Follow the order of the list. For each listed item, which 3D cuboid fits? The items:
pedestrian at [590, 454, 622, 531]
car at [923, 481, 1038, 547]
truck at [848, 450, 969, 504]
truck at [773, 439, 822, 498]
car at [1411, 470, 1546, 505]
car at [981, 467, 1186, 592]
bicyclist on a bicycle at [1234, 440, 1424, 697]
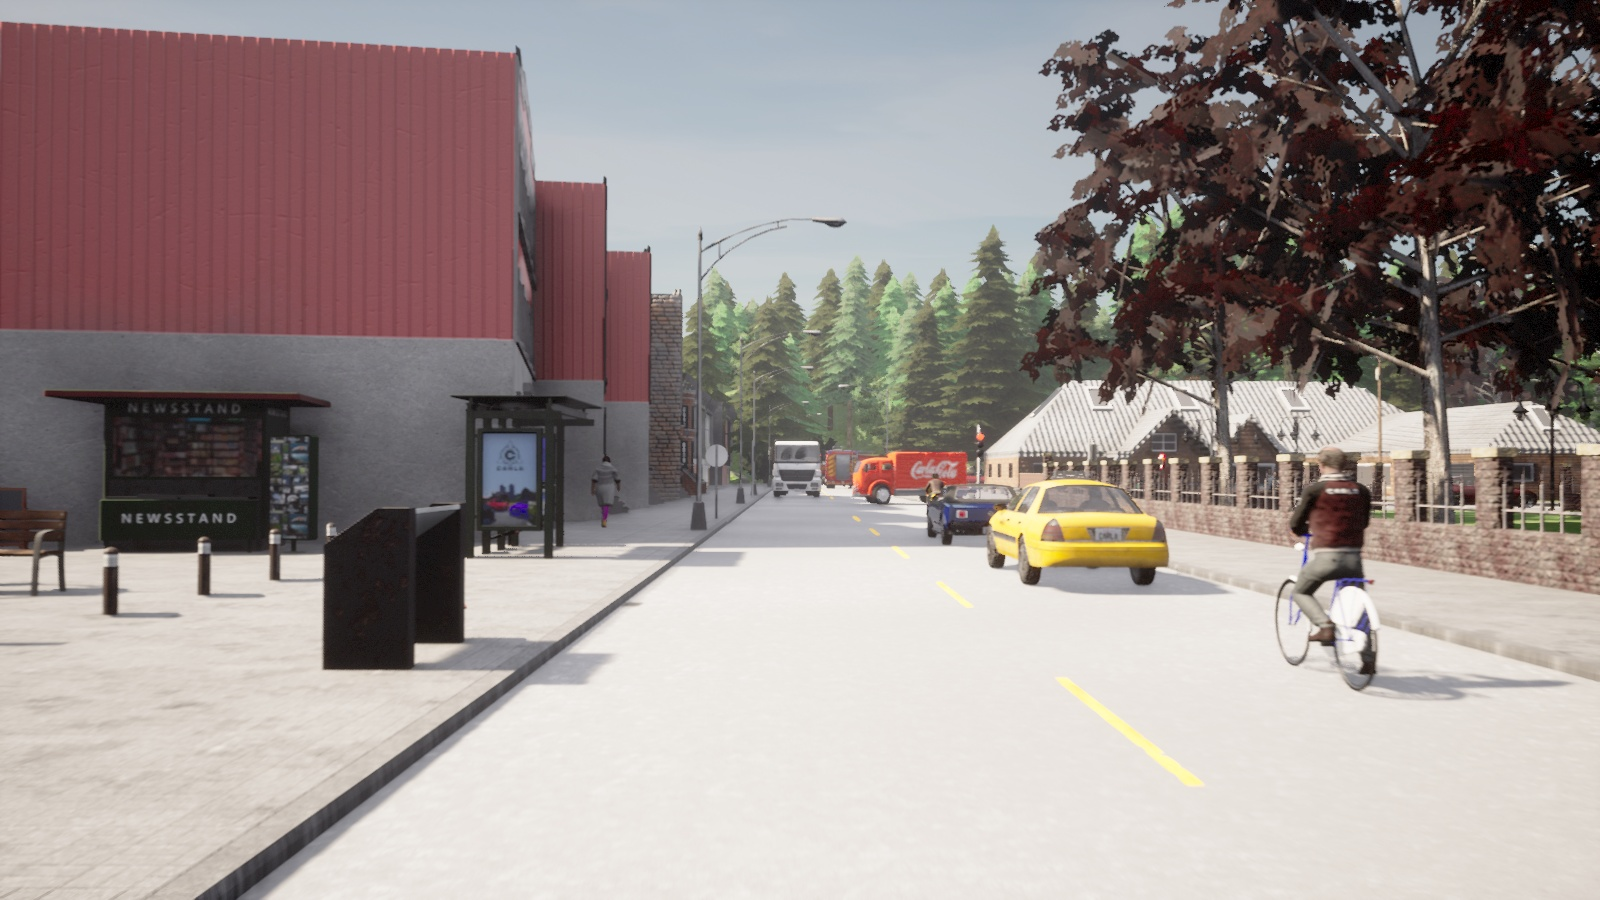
[{"bbox_3d":[-5.004,1.087,32.393,0.659,1.952,0.873,0,-1,2],"label":"pedestrian"},{"bbox_3d":[3.937,1.371,28.141,1.895,1.301,4.718,0,-1,0],"label":"car"},{"bbox_3d":[5.075,1.299,59.298,5.204,2.467,2.627,0,-2,-7],"label":"truck"},{"bbox_3d":[-0.182,1.141,78.118,2.891,3.462,7.936,0,-1,0],"label":"truck"},{"bbox_3d":[29.848,1.622,55.332,4.792,1.488,2.163,0,-1,-2],"label":"car"},{"bbox_3d":[3.957,1.048,18.518,1.801,1.575,5.366,0,-1,0],"label":"car"},{"bbox_3d":[3.977,0.830,9.613,0.659,1.776,1.843,0,-1,0],"label":"bicyclist on a bicycle"}]
